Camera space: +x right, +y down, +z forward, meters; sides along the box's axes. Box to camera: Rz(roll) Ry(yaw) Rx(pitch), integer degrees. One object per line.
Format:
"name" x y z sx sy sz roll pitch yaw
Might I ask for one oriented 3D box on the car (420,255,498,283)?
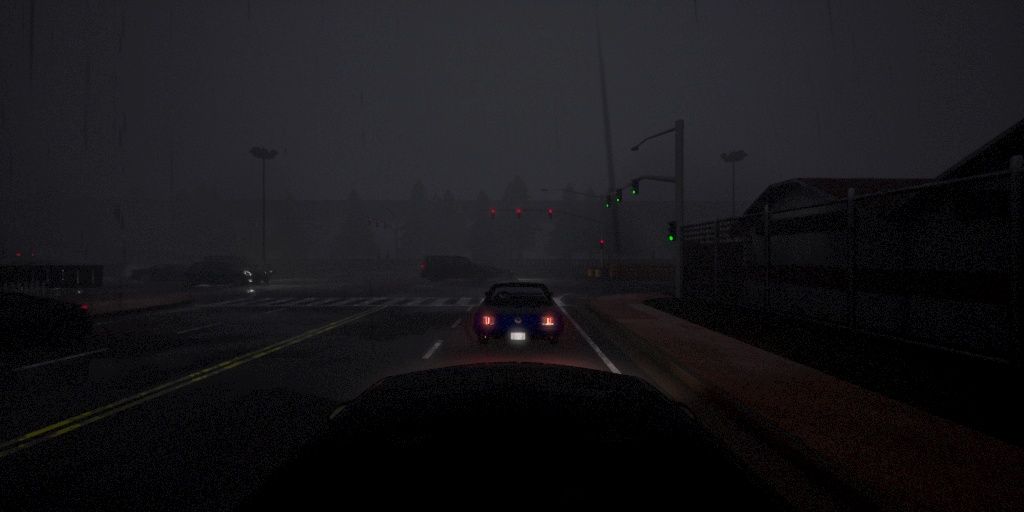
"car" -4.077 0.967 27.019 5.566 2.045 2.150 0 0 -1

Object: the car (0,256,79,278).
"car" -39.208 1.023 29.951 4.892 1.490 1.837 2 0 -1

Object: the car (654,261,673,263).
"car" 17.205 1.269 41.554 4.674 1.442 1.812 0 0 -1

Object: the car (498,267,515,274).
"car" -2.111 1.270 30.563 4.674 1.442 1.812 0 0 -1

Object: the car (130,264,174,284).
"car" -24.980 1.287 26.672 5.357 1.411 2.033 0 0 -1

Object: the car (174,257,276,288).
"car" -18.479 1.098 23.279 4.553 1.767 2.097 0 0 -1

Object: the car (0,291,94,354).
"car" -10.547 1.313 6.386 1.994 1.385 4.181 0 0 1

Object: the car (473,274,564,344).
"car" 0.193 1.349 9.541 1.895 1.301 4.718 0 0 2

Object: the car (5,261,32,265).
"car" -35.075 1.206 23.010 5.357 1.411 2.033 2 0 -1

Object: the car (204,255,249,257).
"car" -23.084 0.964 30.205 5.566 2.045 2.150 0 0 -1
